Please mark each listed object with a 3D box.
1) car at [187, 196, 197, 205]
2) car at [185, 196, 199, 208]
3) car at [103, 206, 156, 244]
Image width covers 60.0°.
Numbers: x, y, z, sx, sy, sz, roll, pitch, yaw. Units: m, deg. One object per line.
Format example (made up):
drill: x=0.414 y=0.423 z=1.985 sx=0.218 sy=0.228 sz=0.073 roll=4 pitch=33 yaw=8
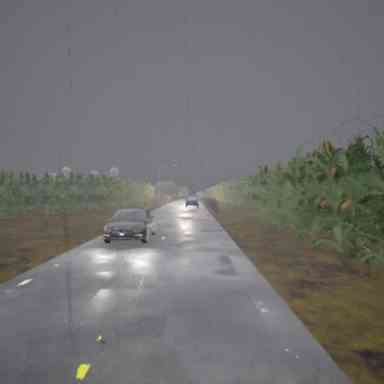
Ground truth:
car: x=0.011 y=1.508 z=58.239 sx=1.812 sy=1.442 sz=4.674 roll=0 pitch=0 yaw=0
car: x=0.008 y=1.430 z=47.816 sx=1.882 sy=1.535 sz=5.008 roll=0 pitch=0 yaw=0
car: x=-2.810 y=1.476 z=15.779 sx=1.837 sy=1.490 sz=4.892 roll=0 pitch=0 yaw=0
